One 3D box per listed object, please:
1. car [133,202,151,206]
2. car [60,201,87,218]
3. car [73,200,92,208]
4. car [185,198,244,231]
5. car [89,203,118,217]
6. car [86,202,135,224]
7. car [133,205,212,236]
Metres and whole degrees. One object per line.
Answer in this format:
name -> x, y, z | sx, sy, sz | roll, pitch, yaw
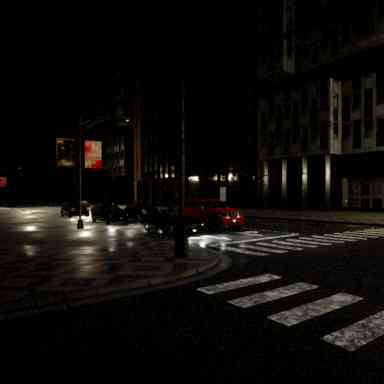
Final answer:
car -> -4.582, 1.717, 30.686 | 2.097, 1.767, 4.553 | 0, -1, -36
car -> -13.012, 1.867, 36.887 | 2.097, 1.767, 4.553 | 0, -1, -35
car -> -21.964, 2.406, 66.459 | 2.033, 1.411, 5.357 | 0, -1, -36
car -> 1.074, 1.455, 22.822 | 2.150, 2.045, 5.566 | 0, -1, -34
car -> -10.365, 2.024, 38.771 | 1.812, 1.442, 4.674 | 0, -1, -35
car -> -7.101, 1.855, 28.616 | 1.882, 1.535, 5.008 | 0, -1, -36
car -> -1.411, 1.793, 20.665 | 2.033, 1.411, 5.357 | 0, -1, -36
